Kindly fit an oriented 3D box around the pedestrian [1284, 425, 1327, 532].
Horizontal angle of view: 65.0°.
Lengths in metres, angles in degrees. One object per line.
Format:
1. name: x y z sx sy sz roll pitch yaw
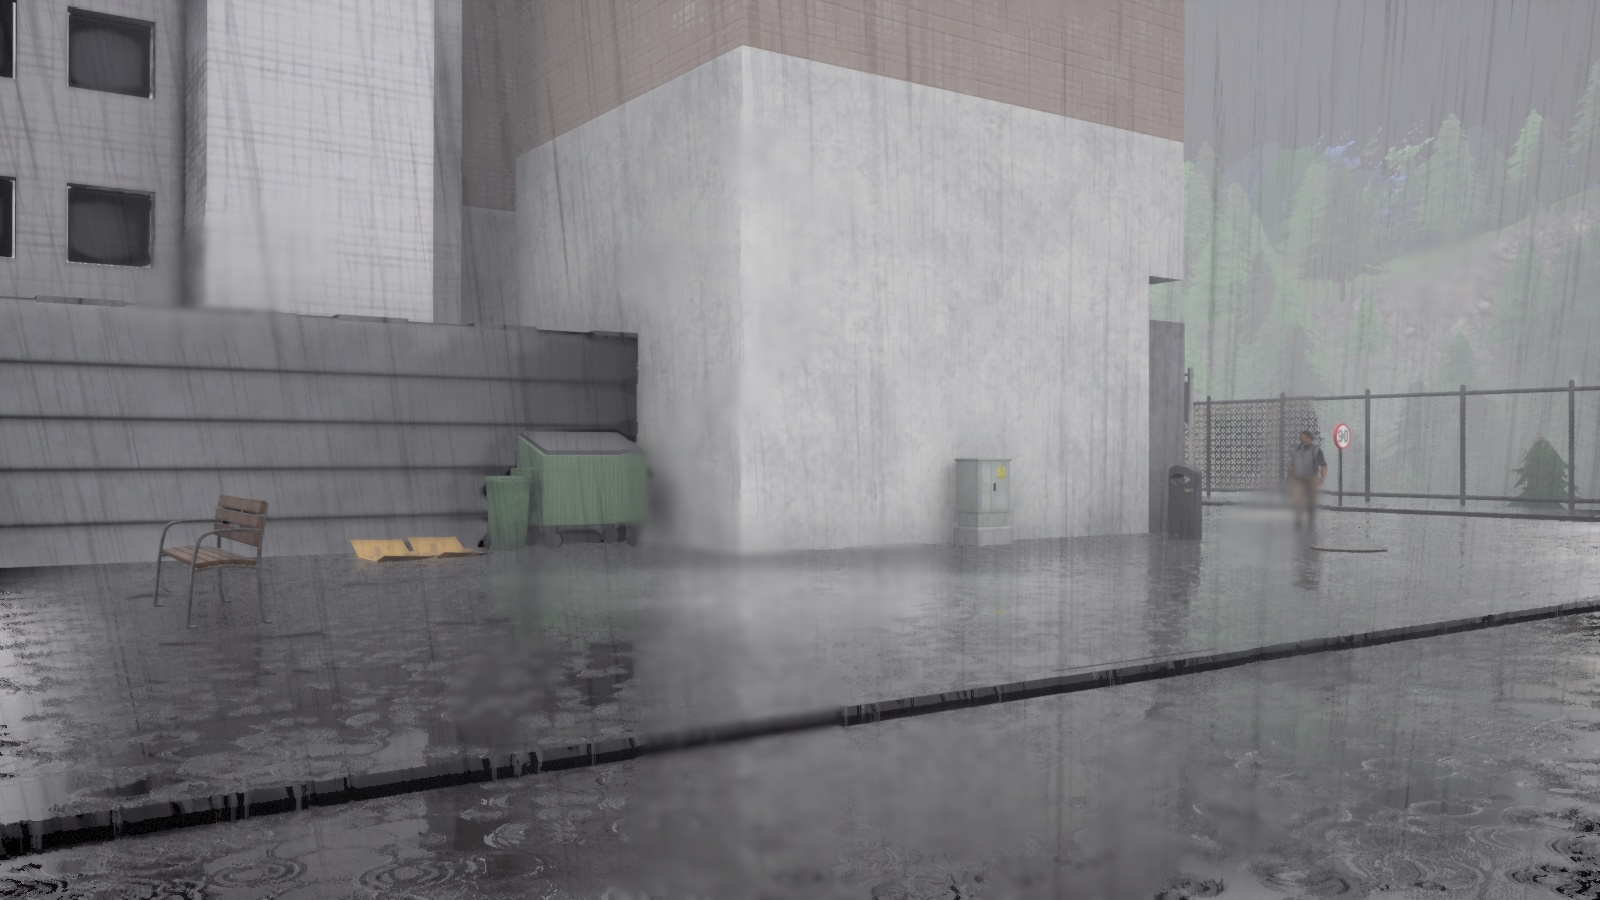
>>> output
1. pedestrian: 8.920 0.490 22.157 0.540 1.848 0.694 0 0 36
